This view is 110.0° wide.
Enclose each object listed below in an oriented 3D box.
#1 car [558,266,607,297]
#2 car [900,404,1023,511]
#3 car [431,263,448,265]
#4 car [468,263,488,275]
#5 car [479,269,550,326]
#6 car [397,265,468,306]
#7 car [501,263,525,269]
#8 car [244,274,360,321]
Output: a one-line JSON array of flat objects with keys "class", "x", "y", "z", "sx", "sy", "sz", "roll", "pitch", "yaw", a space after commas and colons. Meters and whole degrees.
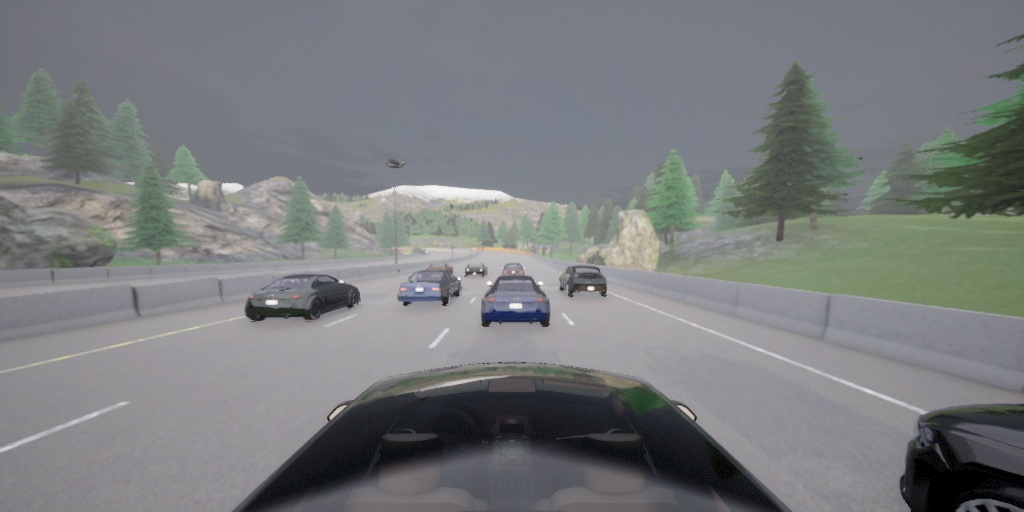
[{"class": "car", "x": 3.601, "y": 1.225, "z": 18.755, "sx": 1.837, "sy": 1.490, "sz": 4.892, "roll": 0, "pitch": 0, "yaw": 0}, {"class": "car", "x": 3.600, "y": 1.243, "z": 0.415, "sx": 2.128, "sy": 1.511, "sz": 4.902, "roll": 0, "pitch": 0, "yaw": 0}, {"class": "car", "x": -6.898, "y": 1.293, "z": 34.779, "sx": 1.895, "sy": 1.301, "sz": 4.718, "roll": 0, "pitch": 0, "yaw": 0}, {"class": "car", "x": -3.398, "y": 1.293, "z": 34.788, "sx": 1.895, "sy": 1.301, "sz": 4.718, "roll": 0, "pitch": 0, "yaw": 0}, {"class": "car", "x": 0.101, "y": 1.297, "z": 11.548, "sx": 1.994, "sy": 1.385, "sz": 4.181, "roll": 0, "pitch": 0, "yaw": 0}, {"class": "car", "x": -3.399, "y": 1.273, "z": 15.667, "sx": 2.033, "sy": 1.411, "sz": 5.357, "roll": 0, "pitch": 0, "yaw": 0}, {"class": "car", "x": 0.102, "y": 1.249, "z": 29.448, "sx": 2.033, "sy": 1.411, "sz": 5.357, "roll": 0, "pitch": 0, "yaw": 0}, {"class": "car", "x": -6.899, "y": 1.295, "z": 12.304, "sx": 1.994, "sy": 1.385, "sz": 4.181, "roll": 0, "pitch": 0, "yaw": 0}]
